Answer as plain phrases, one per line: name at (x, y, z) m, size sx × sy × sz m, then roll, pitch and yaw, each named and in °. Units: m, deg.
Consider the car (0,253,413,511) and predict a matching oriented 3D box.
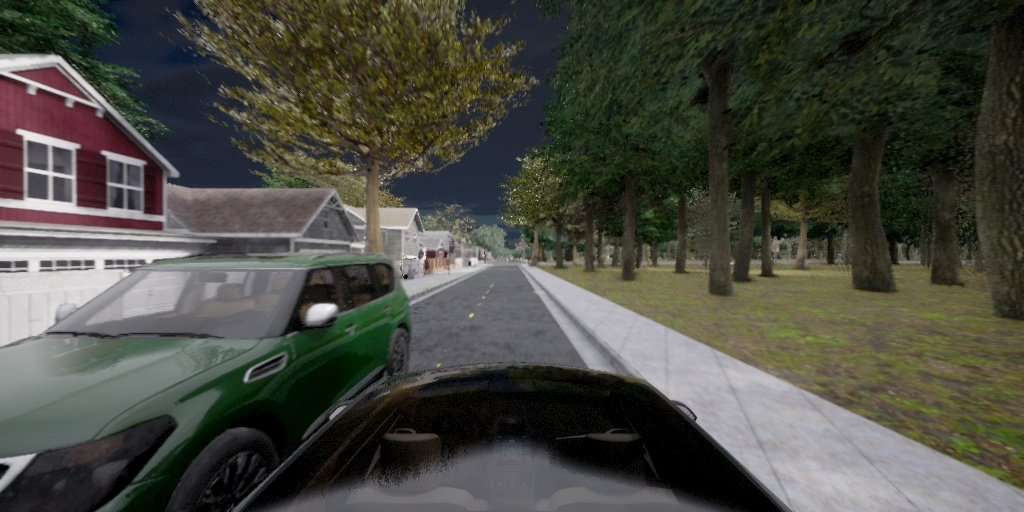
car at (-2.750, 0.975, 3.930) m, size 2.150 × 2.045 × 5.566 m, roll 0°, pitch 0°, yaw 0°
